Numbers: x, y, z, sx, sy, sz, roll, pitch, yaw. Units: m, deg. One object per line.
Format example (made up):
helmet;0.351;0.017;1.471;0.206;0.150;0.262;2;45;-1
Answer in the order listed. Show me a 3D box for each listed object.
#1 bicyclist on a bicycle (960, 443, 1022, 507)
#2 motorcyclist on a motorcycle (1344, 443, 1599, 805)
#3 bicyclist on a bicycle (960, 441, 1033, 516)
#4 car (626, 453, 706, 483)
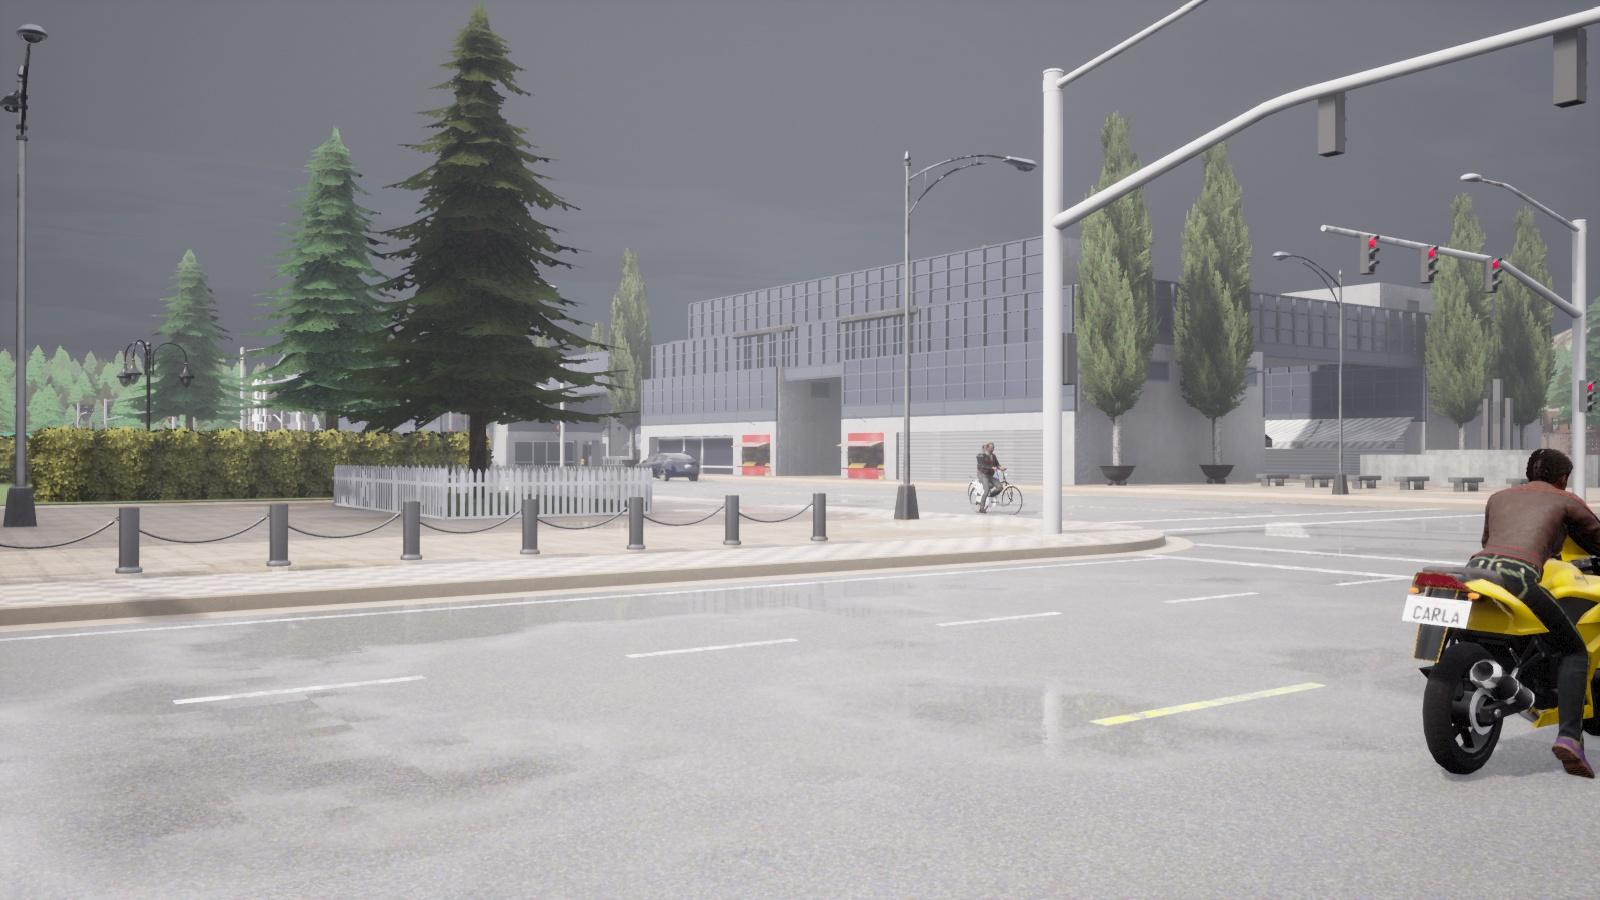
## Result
bicyclist on a bicycle;5.441;0.692;35.879;0.659;1.776;1.843;0;0;-35
motorcyclist on a motorcycle;3.643;0.734;6.198;2.044;1.523;0.797;0;0;-35
bicyclist on a bicycle;4.793;0.680;30.691;0.659;1.776;1.843;0;0;-35
car;-7.088;0.921;66.069;2.163;1.488;4.792;0;0;-35
